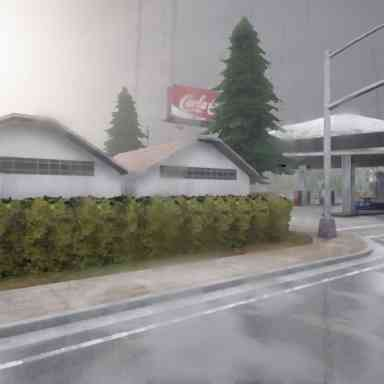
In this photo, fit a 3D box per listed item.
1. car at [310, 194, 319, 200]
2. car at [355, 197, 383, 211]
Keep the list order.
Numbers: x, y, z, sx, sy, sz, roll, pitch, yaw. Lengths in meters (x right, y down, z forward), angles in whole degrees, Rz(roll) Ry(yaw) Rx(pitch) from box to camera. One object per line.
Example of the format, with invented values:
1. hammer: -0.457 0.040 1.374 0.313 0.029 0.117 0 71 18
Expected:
1. car: 32.401 1.325 89.156 2.152 1.636 5.027 0 0 -36
2. car: 21.327 1.477 39.664 4.611 1.667 2.242 0 0 -36
